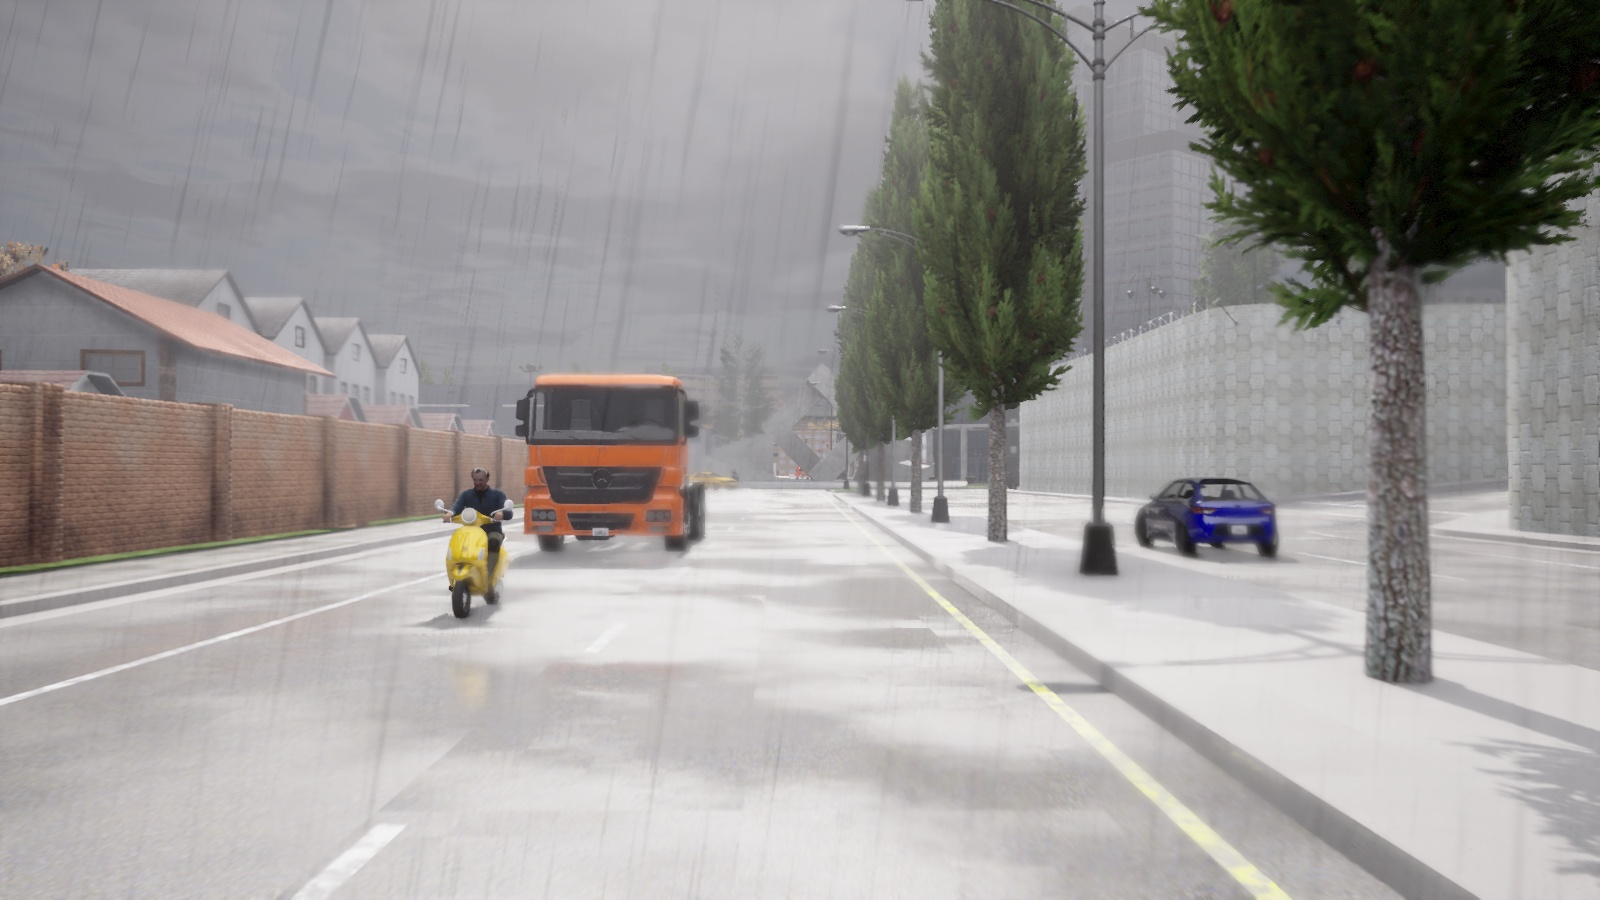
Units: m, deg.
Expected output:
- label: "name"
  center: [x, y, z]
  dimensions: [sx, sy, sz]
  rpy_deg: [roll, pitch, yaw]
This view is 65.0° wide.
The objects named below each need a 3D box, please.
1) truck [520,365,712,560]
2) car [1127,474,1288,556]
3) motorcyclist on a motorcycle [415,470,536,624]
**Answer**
- label: "truck"
  center: [-3.569, 0.289, 26.405]
  dimensions: [2.891, 3.462, 7.936]
  rpy_deg: [0, -1, 0]
- label: "car"
  center: [7.940, 1.213, 24.902]
  dimensions: [1.816, 1.474, 4.193]
  rpy_deg: [0, -1, 0]
- label: "motorcyclist on a motorcycle"
  center: [-3.534, 1.014, 13.860]
  dimensions: [0.866, 1.590, 1.817]
  rpy_deg: [0, -1, 0]
